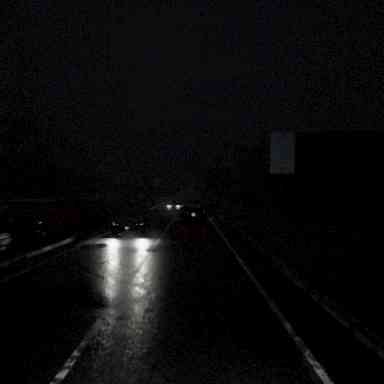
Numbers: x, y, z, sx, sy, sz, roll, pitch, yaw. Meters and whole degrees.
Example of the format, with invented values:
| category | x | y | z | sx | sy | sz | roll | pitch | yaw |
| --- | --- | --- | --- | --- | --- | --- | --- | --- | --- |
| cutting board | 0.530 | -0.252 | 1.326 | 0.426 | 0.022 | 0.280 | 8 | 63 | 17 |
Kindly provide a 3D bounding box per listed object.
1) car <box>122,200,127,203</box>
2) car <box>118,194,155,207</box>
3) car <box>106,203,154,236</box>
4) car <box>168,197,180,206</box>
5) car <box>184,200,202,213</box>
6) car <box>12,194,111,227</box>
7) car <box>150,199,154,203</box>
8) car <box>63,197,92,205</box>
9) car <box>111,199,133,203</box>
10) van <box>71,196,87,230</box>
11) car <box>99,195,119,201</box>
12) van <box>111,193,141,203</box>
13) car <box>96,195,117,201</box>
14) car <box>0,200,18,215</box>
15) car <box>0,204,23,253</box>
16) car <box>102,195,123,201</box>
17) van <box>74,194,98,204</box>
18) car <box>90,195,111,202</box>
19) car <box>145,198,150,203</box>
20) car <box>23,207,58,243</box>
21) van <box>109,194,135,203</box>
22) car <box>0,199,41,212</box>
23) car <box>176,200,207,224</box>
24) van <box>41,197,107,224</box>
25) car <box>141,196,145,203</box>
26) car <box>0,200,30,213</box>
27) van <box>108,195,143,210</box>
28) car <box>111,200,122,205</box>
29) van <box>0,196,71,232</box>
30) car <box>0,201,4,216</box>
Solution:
| category | x | y | z | sx | sy | sz | roll | pitch | yaw |
| --- | --- | --- | --- | --- | --- | --- | --- | --- | --- |
| car | -8.946 | 1.710 | 31.470 | 4.674 | 1.452 | 2.002 | 0 | 0 | 0 |
| car | -8.946 | 1.413 | 53.903 | 5.566 | 2.045 | 2.435 | 0 | 0 | 0 |
| car | -3.346 | 1.616 | 19.446 | 1.837 | 1.490 | 4.892 | 0 | 0 | 0 |
| car | -3.281 | 1.648 | 60.774 | 1.882 | 1.535 | 5.008 | 0 | 0 | 1 |
| car | 0.108 | 1.721 | 41.707 | 2.033 | 1.411 | 5.357 | 0 | 0 | 0 |
| car | -8.911 | 1.377 | 23.060 | 5.566 | 2.045 | 2.435 | 0 | 0 | 0 |
| car | -8.786 | 1.664 | 51.100 | 5.366 | 1.575 | 1.946 | 0 | 0 | 0 |
| car | -22.037 | 1.681 | 64.121 | 4.792 | 1.488 | 2.163 | 0 | 0 | 0 |
| car | -8.981 | 1.707 | 34.278 | 4.792 | 1.488 | 2.163 | 0 | 0 | 0 |
| van | -9.052 | 1.384 | 20.255 | 4.442 | 1.987 | 1.878 | 0 | 0 | 0 |
| car | -22.124 | 1.655 | 89.099 | 4.792 | 1.488 | 2.163 | 0 | 0 | 0 |
| van | -8.842 | 1.455 | 39.882 | 4.442 | 1.987 | 1.878 | 0 | 0 | 0 |
| car | -22.086 | 1.629 | 86.325 | 4.892 | 1.521 | 2.231 | 0 | 0 | 0 |
| car | -22.219 | 1.676 | 36.361 | 5.366 | 1.575 | 1.946 | 0 | 0 | 0 |
| car | -8.957 | 1.429 | 11.845 | 4.553 | 1.767 | 2.185 | 0 | 0 | 0 |
| car | -21.912 | 1.621 | 91.874 | 5.366 | 1.575 | 1.946 | 0 | 0 | 0 |
| van | -22.189 | 1.418 | 69.670 | 4.442 | 1.987 | 1.878 | 0 | 0 | 0 |
| car | -22.117 | 1.507 | 80.774 | 4.553 | 1.767 | 2.185 | 0 | 0 | 0 |
| car | -8.971 | 1.711 | 48.296 | 4.674 | 1.452 | 2.002 | 0 | 0 | 0 |
| car | -8.923 | 1.574 | 14.647 | 4.892 | 1.521 | 2.231 | 0 | 0 | 0 |
| van | -9.072 | 1.453 | 37.081 | 4.442 | 1.987 | 1.878 | 0 | 0 | 0 |
| car | -22.034 | 1.680 | 41.916 | 4.892 | 1.521 | 2.231 | 0 | 0 | 0 |
| car | 0.106 | 1.640 | 25.837 | 2.163 | 1.488 | 4.792 | 0 | 0 | 0 |
| van | -9.059 | 1.420 | 25.860 | 4.442 | 1.987 | 1.878 | 0 | 0 | 0 |
| car | -8.956 | 1.678 | 42.690 | 5.008 | 1.535 | 2.097 | 0 | 0 | 0 |
| car | -22.032 | 1.680 | 39.138 | 5.008 | 1.535 | 2.097 | 0 | 0 | 0 |
| van | -9.082 | 1.449 | 45.493 | 4.442 | 1.987 | 1.878 | 0 | 0 | 0 |
| car | -8.952 | 1.659 | 28.667 | 4.892 | 1.521 | 2.231 | 0 | 0 | 0 |
| van | -9.049 | 1.365 | 17.452 | 4.442 | 1.987 | 1.878 | 0 | 0 | 0 |
| car | -22.001 | 1.707 | 33.589 | 4.792 | 1.488 | 2.163 | 0 | 0 | 0 |
